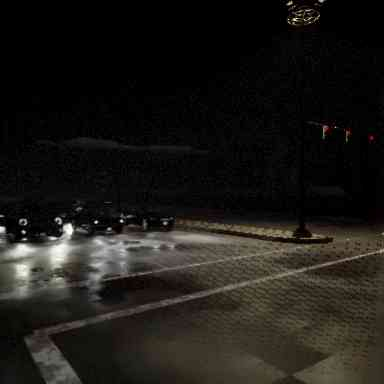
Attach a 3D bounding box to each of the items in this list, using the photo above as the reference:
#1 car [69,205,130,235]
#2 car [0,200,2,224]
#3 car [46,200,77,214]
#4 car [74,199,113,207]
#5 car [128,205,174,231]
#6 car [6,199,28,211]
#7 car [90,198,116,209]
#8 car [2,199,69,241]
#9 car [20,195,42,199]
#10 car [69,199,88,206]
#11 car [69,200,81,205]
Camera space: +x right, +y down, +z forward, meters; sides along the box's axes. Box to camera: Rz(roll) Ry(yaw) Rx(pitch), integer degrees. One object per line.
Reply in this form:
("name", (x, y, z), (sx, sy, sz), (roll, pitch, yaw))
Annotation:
("car", (-5.764, 1.696, 19.852), (1.895, 1.301, 4.718), (1, 0, -36))
("car", (-13.661, 1.574, 24.750), (1.837, 1.490, 4.892), (1, -1, -36))
("car", (-15.375, 1.705, 39.023), (2.033, 1.411, 5.357), (1, -1, -36))
("car", (-9.166, 1.636, 30.468), (2.128, 1.511, 4.902), (1, -1, -36))
("car", (-3.044, 1.624, 22.068), (2.128, 1.511, 4.902), (1, -1, -36))
("car", (-22.987, 1.695, 43.673), (1.994, 1.385, 4.181), (1, 0, -35))
("car", (-13.626, 1.743, 50.616), (2.128, 1.511, 4.902), (1, -1, -36))
("car", (-8.275, 1.411, 17.362), (2.097, 1.767, 4.553), (1, -1, -36))
("car", (-17.108, 1.340, 35.460), (2.150, 2.045, 5.566), (1, -1, -36))
("car", (-20.494, 1.867, 60.006), (1.895, 1.301, 4.718), (1, -1, -36))
("car", (-11.215, 1.598, 27.336), (2.128, 1.511, 4.902), (1, -1, -36))
